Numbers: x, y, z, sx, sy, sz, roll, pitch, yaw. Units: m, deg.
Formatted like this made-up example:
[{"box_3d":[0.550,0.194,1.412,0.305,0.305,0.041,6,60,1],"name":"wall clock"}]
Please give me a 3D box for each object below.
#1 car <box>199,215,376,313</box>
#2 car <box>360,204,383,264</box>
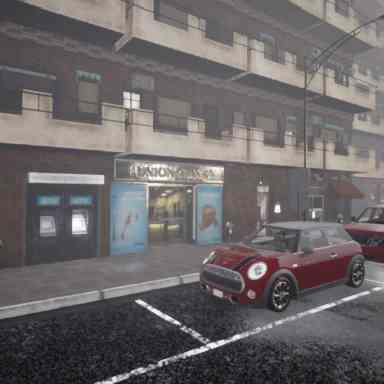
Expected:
[{"box_3d":[2.126,1.442,7.621,4.097,1.590,1.967,0,0,-36],"name":"car"},{"box_3d":[6.628,1.320,10.844,5.009,1.841,2.192,0,0,-36],"name":"car"}]
